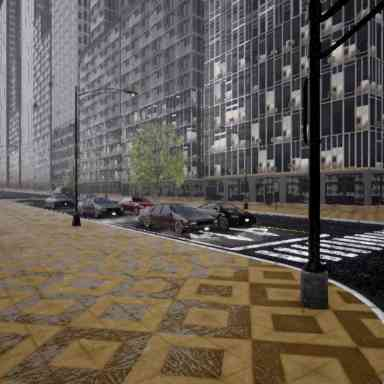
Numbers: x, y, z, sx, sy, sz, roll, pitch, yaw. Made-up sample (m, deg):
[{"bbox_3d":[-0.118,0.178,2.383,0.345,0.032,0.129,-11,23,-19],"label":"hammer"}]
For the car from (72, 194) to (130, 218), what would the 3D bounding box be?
[{"bbox_3d":[-7.157,1.107,25.636,2.033,1.411,5.357,0,1,-38],"label":"car"}]

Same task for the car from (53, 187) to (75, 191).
[{"bbox_3d":[-21.442,0.188,54.808,2.150,2.045,5.566,0,1,-38],"label":"car"}]

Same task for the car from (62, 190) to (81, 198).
[{"bbox_3d":[-22.113,0.369,60.954,1.837,1.490,4.892,0,1,-38],"label":"car"}]

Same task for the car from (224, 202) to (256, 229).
[{"bbox_3d":[1.751,1.309,19.545,1.994,1.385,4.181,0,1,-38],"label":"car"}]

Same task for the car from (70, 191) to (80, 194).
[{"bbox_3d":[-10.995,0.913,35.825,2.033,1.411,5.357,0,1,-38],"label":"car"}]

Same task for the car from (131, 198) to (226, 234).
[{"bbox_3d":[-0.940,1.292,17.708,2.033,1.411,5.357,0,1,-38],"label":"car"}]

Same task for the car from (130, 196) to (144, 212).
[{"bbox_3d":[-4.579,1.083,27.614,1.812,1.442,4.674,0,1,-38],"label":"car"}]

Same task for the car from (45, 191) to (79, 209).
[{"bbox_3d":[-13.366,0.939,33.584,1.994,1.385,4.181,0,1,-38],"label":"car"}]
